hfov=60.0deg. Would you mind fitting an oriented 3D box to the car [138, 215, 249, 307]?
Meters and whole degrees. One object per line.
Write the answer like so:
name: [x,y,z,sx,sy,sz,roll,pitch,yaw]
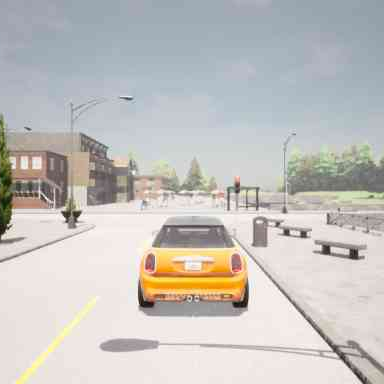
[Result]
car: [0.043,1.352,8.119,2.097,1.767,4.553,0,0,1]
